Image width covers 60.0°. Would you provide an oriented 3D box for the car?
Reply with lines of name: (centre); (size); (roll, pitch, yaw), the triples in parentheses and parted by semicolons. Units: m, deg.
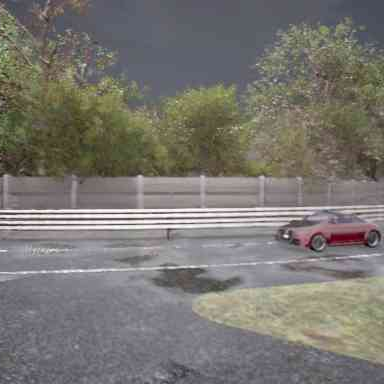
car: (5.479, 1.509, 13.484); (4.181, 1.385, 1.994); (0, 0, -20)
